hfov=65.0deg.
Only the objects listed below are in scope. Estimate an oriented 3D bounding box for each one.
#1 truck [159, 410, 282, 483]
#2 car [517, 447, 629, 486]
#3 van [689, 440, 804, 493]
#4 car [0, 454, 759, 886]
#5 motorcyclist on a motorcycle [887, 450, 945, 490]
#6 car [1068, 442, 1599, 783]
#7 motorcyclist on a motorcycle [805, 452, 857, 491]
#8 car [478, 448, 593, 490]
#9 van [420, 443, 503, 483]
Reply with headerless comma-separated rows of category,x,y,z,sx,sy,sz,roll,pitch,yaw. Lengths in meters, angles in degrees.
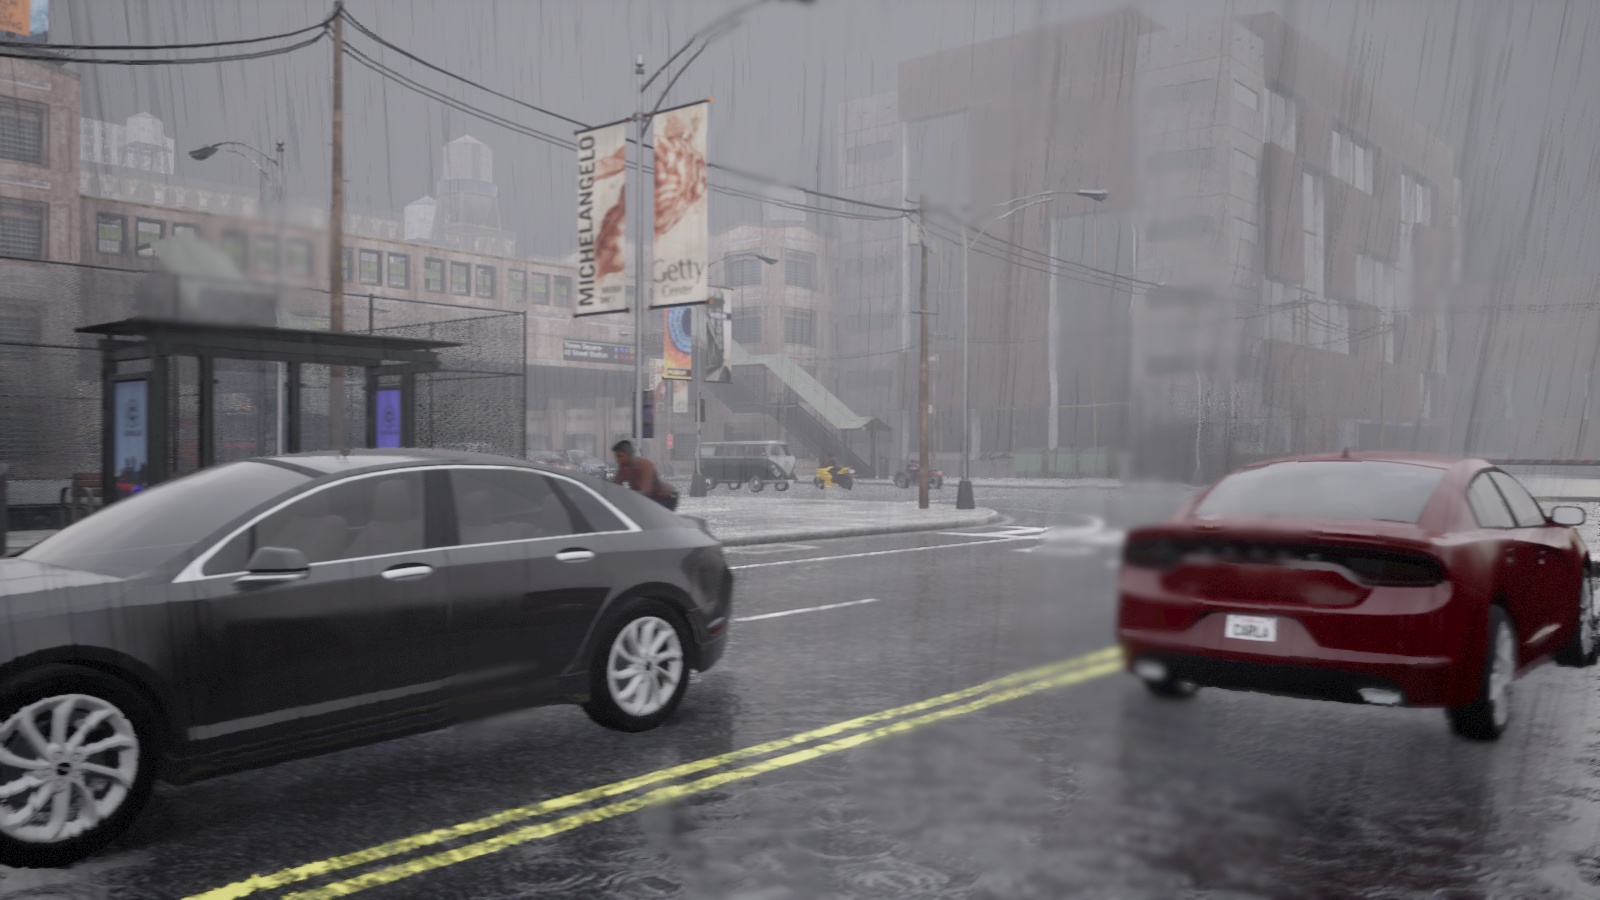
truck,-32.220,-0.168,69.633,8.468,3.827,2.891,0,0,40
car,-10.053,0.690,55.318,5.027,1.651,2.152,0,0,40
van,-2.108,0.630,48.679,4.442,1.987,1.775,0,0,41
car,-2.510,0.771,6.110,1.837,1.490,4.892,0,0,40
motorcyclist on a motorcycle,4.783,0.820,51.947,2.350,1.649,0.766,0,0,40
car,3.775,0.736,8.179,1.882,1.535,5.008,0,0,39
motorcyclist on a motorcycle,1.225,0.855,50.371,2.044,1.523,0.797,0,0,40
car,-10.877,0.747,51.432,4.611,1.667,2.242,0,0,40
van,-17.983,0.681,66.636,4.480,2.038,2.069,0,0,41
